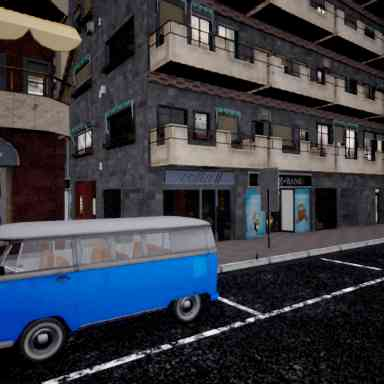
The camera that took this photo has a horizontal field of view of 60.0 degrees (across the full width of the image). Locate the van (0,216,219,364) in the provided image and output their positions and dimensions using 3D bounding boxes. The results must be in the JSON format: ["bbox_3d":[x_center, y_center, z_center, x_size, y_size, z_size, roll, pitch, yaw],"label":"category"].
[{"bbox_3d":[-1.427,1.342,5.550,3.998,1.788,1.690,0,0,-35],"label":"van"}]
